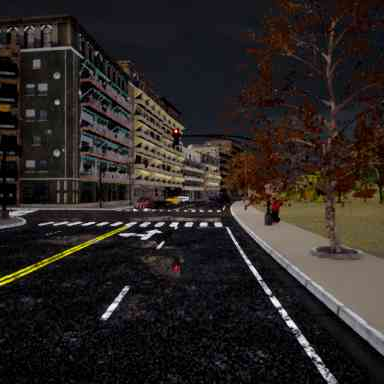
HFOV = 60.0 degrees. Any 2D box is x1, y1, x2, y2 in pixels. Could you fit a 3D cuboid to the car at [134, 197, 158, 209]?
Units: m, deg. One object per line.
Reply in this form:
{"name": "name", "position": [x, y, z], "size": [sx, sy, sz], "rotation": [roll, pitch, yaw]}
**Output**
{"name": "car", "position": [-6.866, 1.475, 48.240], "size": [2.097, 1.767, 4.553], "rotation": [0, 0, 7]}

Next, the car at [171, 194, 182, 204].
{"name": "car", "position": [-3.969, 1.713, 68.413], "size": [1.882, 1.535, 5.008], "rotation": [0, 0, 9]}

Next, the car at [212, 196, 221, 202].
{"name": "car", "position": [6.599, 1.811, 88.966], "size": [1.882, 1.535, 5.008], "rotation": [0, 0, 13]}

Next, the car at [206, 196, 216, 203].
{"name": "car", "position": [4.502, 1.830, 78.818], "size": [2.128, 1.511, 4.902], "rotation": [0, 0, 11]}

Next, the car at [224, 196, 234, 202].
{"name": "car", "position": [9.867, 1.866, 88.684], "size": [2.128, 1.511, 4.902], "rotation": [0, 0, 13]}

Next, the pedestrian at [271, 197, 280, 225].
{"name": "pedestrian", "position": [5.366, 1.166, 21.465], "size": [0.375, 1.860, 0.375], "rotation": [0, 0, 3]}

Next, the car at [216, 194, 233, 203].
{"name": "car", "position": [7.708, 1.530, 78.275], "size": [2.150, 2.045, 5.566], "rotation": [0, 0, 11]}

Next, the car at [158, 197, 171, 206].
{"name": "car", "position": [-5.580, 1.778, 58.238], "size": [1.895, 1.301, 4.718], "rotation": [0, 0, 8]}

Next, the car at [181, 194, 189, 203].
{"name": "car", "position": [-2.111, 1.524, 78.821], "size": [2.150, 2.045, 5.566], "rotation": [0, 0, 10]}
